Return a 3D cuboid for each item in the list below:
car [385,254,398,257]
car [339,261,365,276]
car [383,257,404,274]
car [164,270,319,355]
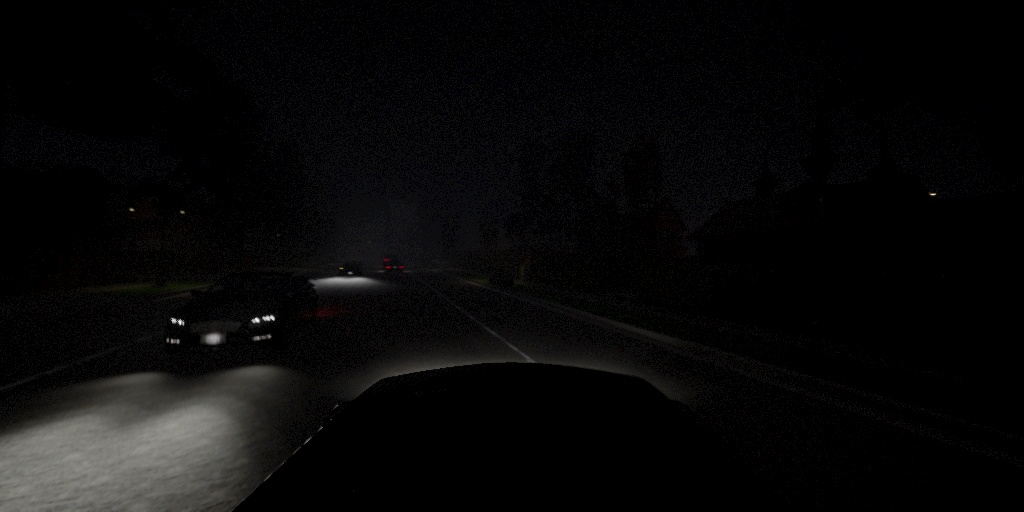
[{"bbox_3d":[-17.672,0.699,52.683,2.150,2.045,5.566,2,0,-19],"label":"car"},{"bbox_3d":[-14.234,1.096,32.096,1.895,1.301,4.718,2,0,-19],"label":"car"},{"bbox_3d":[-12.410,1.126,37.800,2.033,1.411,5.357,2,0,-19],"label":"car"},{"bbox_3d":[-5.843,1.102,8.363,2.128,1.511,4.902,2,0,-19],"label":"car"}]
